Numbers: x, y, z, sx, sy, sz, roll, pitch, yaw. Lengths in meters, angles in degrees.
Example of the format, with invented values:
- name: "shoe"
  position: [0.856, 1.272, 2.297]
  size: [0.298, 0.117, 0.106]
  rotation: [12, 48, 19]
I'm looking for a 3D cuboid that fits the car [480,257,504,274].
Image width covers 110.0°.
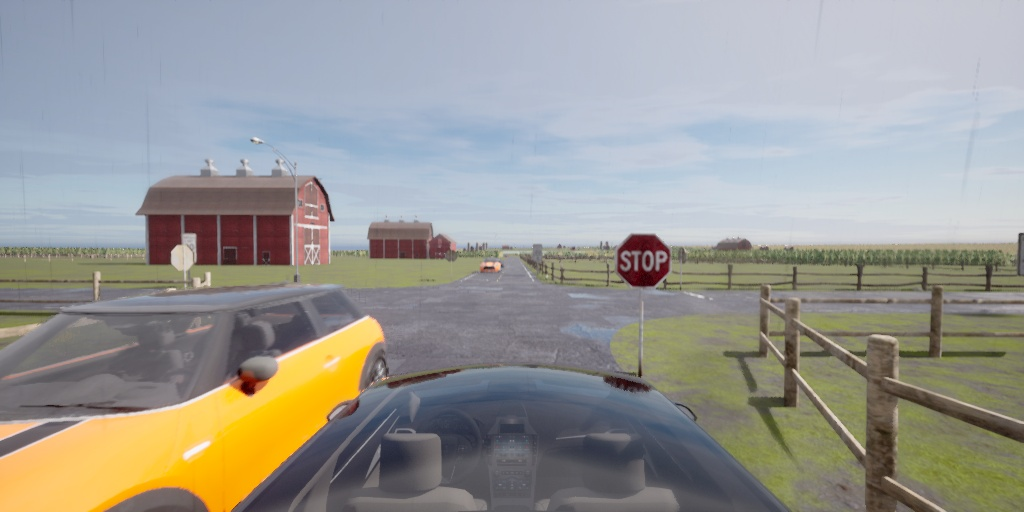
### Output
- name: "car"
  position: [-2.341, 0.956, 39.379]
  size: [2.097, 1.767, 4.553]
  rotation: [0, 0, 1]

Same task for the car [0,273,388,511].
- name: "car"
  position: [-2.739, 1.097, 2.941]
  size: [2.097, 1.767, 4.553]
  rotation: [0, 0, 1]
